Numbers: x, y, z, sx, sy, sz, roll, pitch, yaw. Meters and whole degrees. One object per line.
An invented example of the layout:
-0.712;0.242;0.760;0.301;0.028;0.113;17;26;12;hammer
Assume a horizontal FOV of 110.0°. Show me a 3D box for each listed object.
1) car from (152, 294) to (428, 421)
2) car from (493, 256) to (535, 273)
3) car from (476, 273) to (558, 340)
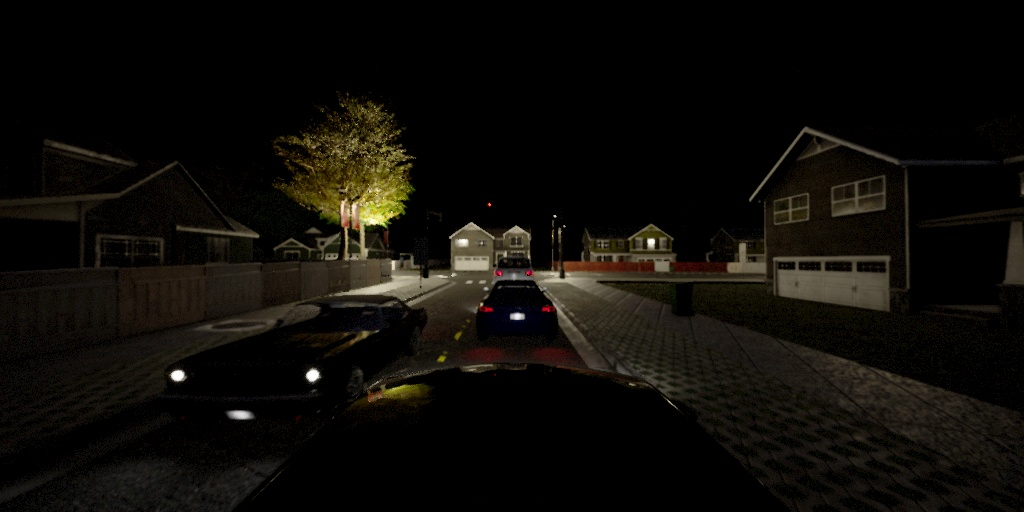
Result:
-2.846;1.364;5.965;1.895;1.301;4.718;0;0;0;car
0.101;1.029;20.021;2.150;2.045;5.566;0;0;0;car
0.106;1.339;10.059;1.994;1.385;4.181;0;0;0;car
